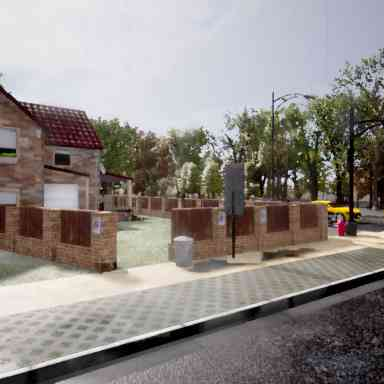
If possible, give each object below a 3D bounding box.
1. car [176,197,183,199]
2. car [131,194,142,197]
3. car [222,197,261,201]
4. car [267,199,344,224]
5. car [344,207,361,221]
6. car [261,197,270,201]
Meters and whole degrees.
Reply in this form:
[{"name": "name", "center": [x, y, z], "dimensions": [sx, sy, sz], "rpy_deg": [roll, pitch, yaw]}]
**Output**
[{"name": "car", "center": [-1.933, 1.409, 42.588], "dimensions": [2.033, 1.411, 5.357], "rpy_deg": [0, 0, -35]}, {"name": "car", "center": [-11.715, 1.233, 67.866], "dimensions": [1.882, 1.535, 5.008], "rpy_deg": [0, 0, -36]}, {"name": "car", "center": [4.235, 1.396, 33.911], "dimensions": [2.128, 1.511, 4.902], "rpy_deg": [0, 0, -35]}, {"name": "car", "center": [7.784, 1.469, 23.319], "dimensions": [1.812, 1.442, 4.674], "rpy_deg": [0, 0, -35]}, {"name": "car", "center": [10.274, 1.423, 25.427], "dimensions": [1.882, 1.535, 5.008], "rpy_deg": [0, 0, -35]}, {"name": "car", "center": [8.098, 1.394, 40.038], "dimensions": [2.128, 1.511, 4.902], "rpy_deg": [0, 0, -35]}]
